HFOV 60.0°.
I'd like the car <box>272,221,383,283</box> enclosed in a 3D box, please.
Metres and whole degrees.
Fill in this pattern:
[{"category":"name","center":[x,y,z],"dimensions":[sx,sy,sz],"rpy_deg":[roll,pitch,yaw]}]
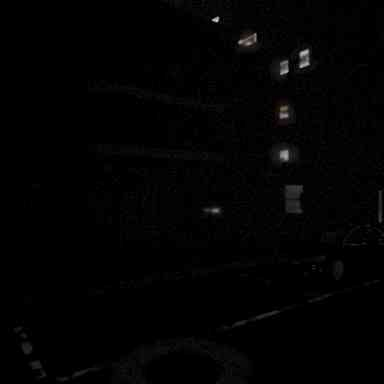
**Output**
[{"category":"car","center":[4.175,1.548,9.543],"dimensions":[4.403,1.369,2.008],"rpy_deg":[0,0,-36]}]
